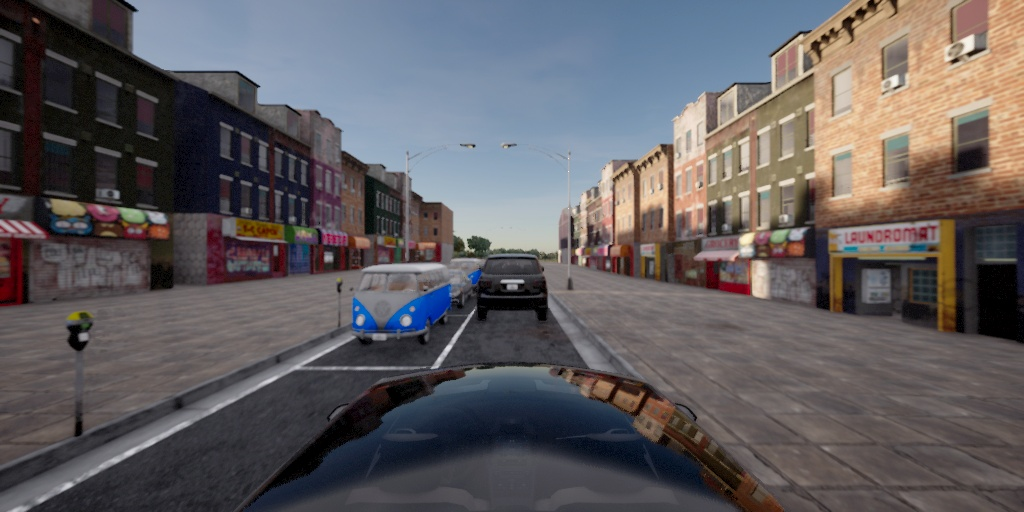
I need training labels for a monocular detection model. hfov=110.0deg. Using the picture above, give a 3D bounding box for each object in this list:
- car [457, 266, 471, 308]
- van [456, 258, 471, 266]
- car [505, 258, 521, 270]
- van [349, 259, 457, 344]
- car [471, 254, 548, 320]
[{"bbox_3d":[-2.634,1.270,14.770,2.007,1.370,4.403,0,0,0],"label":"car"},{"bbox_3d":[-2.632,1.026,20.317,1.690,1.789,3.998,0,0,0],"label":"van"},{"bbox_3d":[0.112,0.982,46.680,2.033,1.411,5.357,0,0,0],"label":"car"},{"bbox_3d":[-2.635,1.082,9.223,1.690,1.789,3.998,0,0,0],"label":"van"},{"bbox_3d":[-0.003,0.950,12.674,2.150,2.045,5.566,0,0,0],"label":"car"}]
